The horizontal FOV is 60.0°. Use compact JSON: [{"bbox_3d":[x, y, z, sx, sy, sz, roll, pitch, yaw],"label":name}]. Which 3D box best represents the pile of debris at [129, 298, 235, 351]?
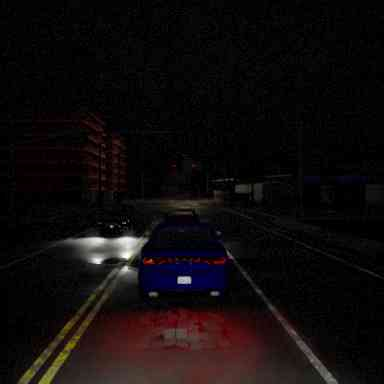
[{"bbox_3d":[-0.175,2.173,5.638,1.500,0.140,1.860,0,0,-2],"label":"pile of debris"}]

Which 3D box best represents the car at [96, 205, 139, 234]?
[{"bbox_3d":[-4.229,1.533,19.488,1.837,1.490,4.892,0,0,-2],"label":"car"}]

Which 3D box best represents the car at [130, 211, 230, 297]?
[{"bbox_3d":[-0.216,1.474,8.609,1.882,1.535,5.008,0,0,-2],"label":"car"}]
